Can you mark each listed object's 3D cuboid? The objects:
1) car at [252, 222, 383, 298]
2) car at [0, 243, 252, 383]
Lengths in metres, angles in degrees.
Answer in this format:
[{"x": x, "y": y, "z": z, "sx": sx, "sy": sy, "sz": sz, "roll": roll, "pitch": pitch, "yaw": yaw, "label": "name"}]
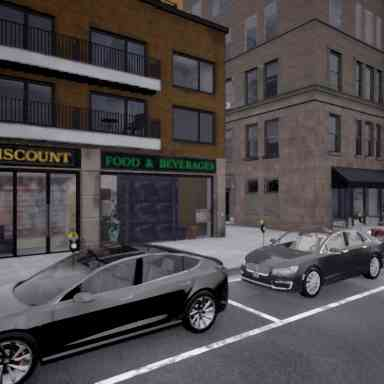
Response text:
[{"x": 3.160, "y": 1.550, "z": 8.405, "sx": 4.403, "sy": 1.369, "sz": 2.008, "roll": 0, "pitch": 0, "yaw": -35, "label": "car"}, {"x": -1.349, "y": 1.566, "z": 5.224, "sx": 4.313, "sy": 1.339, "sz": 1.947, "roll": 0, "pitch": 0, "yaw": -35, "label": "car"}]
